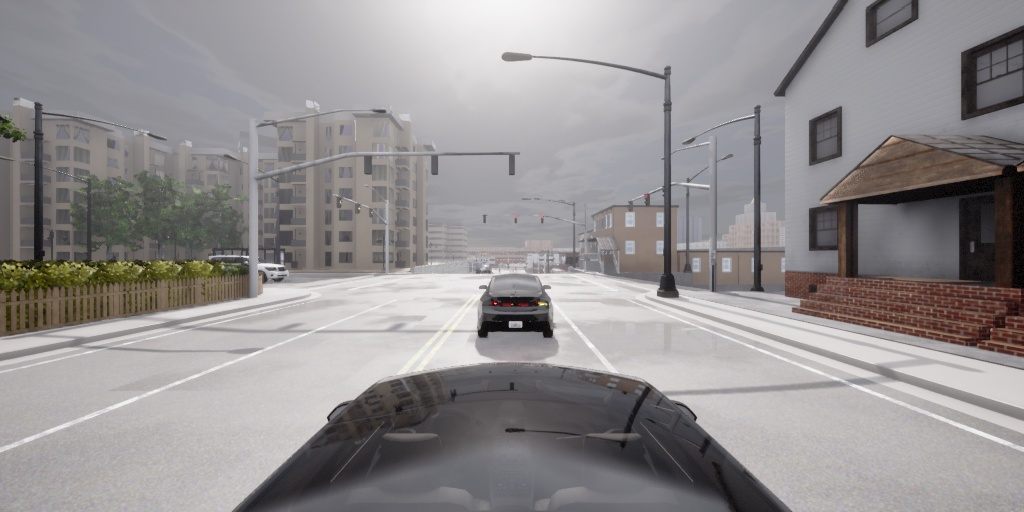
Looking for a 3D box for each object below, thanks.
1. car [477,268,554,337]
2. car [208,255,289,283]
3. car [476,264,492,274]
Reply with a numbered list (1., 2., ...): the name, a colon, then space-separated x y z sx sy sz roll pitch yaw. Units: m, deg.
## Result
1. car: 0.090 1.255 10.276 1.837 1.490 4.892 0 0 0
2. car: -19.962 0.971 26.961 5.566 2.045 2.150 0 0 1
3. car: -3.630 1.755 47.089 2.128 1.511 4.902 0 -5 0
